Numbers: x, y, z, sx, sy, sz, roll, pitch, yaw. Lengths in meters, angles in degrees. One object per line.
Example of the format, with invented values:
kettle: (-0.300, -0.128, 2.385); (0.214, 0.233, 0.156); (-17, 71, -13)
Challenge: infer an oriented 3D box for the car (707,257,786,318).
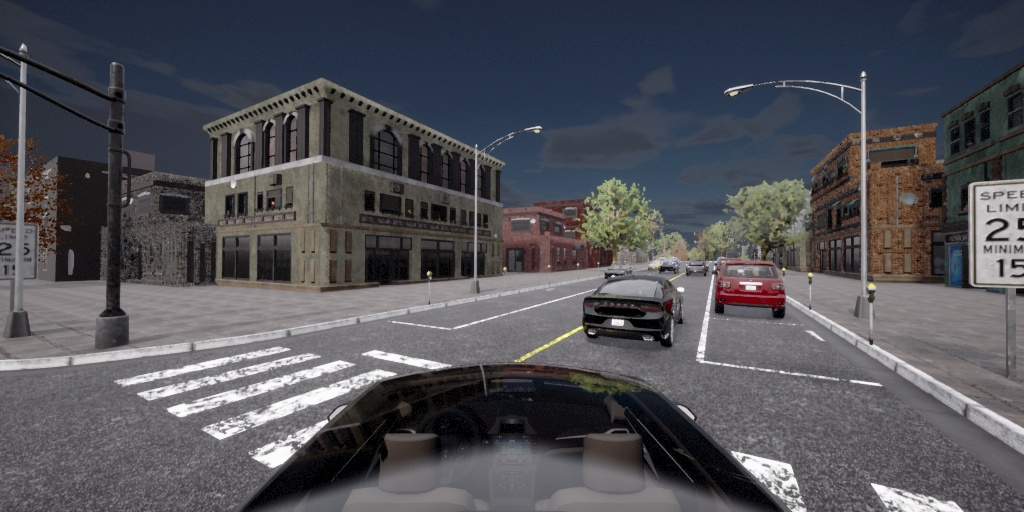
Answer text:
car: (8.572, 1.069, 13.192); (2.192, 1.841, 5.009); (0, 0, 30)

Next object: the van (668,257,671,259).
van: (23.251, 1.101, 55.856); (1.690, 1.789, 3.998); (0, 0, 30)

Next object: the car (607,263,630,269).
car: (9.523, 1.324, 31.779); (1.948, 1.339, 4.313); (0, 0, 30)

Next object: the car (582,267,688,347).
car: (3.419, 1.230, 9.586); (1.882, 1.535, 5.008); (0, 0, 30)

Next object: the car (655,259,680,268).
car: (18.234, 1.361, 41.627); (1.895, 1.301, 4.718); (0, 0, 30)

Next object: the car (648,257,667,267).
car: (20.421, 1.286, 50.893); (1.751, 1.417, 4.829); (0, 0, 30)

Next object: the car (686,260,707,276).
car: (19.040, 1.252, 36.877); (2.128, 1.511, 4.902); (0, 0, 30)
